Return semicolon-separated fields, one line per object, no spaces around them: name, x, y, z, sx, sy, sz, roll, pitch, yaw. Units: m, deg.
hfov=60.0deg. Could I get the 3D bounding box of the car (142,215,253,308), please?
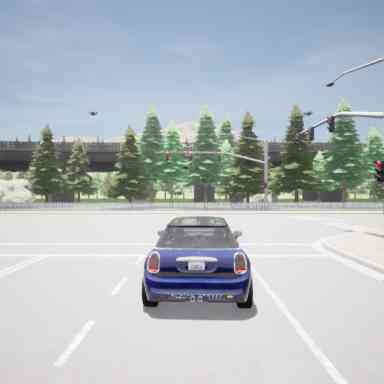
car;0.177;1.352;8.102;2.097;1.767;4.553;0;0;3
